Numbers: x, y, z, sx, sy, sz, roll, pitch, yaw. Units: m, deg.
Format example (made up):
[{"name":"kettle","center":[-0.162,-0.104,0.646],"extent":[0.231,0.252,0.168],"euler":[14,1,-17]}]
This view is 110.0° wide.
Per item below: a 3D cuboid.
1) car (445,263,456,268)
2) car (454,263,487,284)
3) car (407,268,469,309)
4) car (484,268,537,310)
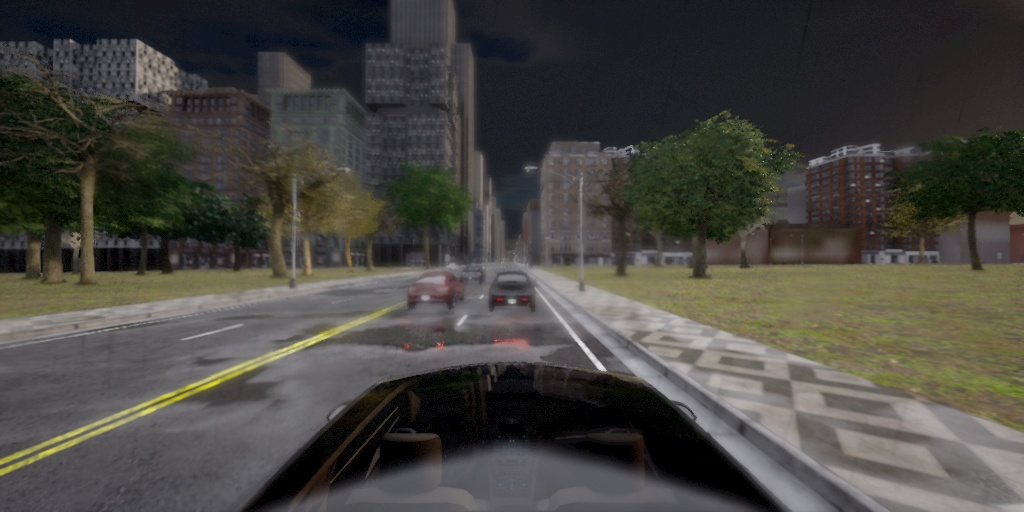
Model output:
[{"name":"car","center":[-9.811,1.897,58.813],"extent":[1.812,1.442,4.674],"euler":[0,-1,0]},{"name":"car","center":[-3.225,1.542,30.366],"extent":[2.128,1.511,4.902],"euler":[0,0,0]},{"name":"car","center":[-3.223,1.419,15.756],"extent":[1.812,1.442,4.674],"euler":[0,0,1]},{"name":"car","center":[0.022,1.396,15.358],"extent":[1.837,1.490,4.892],"euler":[0,0,0]}]
